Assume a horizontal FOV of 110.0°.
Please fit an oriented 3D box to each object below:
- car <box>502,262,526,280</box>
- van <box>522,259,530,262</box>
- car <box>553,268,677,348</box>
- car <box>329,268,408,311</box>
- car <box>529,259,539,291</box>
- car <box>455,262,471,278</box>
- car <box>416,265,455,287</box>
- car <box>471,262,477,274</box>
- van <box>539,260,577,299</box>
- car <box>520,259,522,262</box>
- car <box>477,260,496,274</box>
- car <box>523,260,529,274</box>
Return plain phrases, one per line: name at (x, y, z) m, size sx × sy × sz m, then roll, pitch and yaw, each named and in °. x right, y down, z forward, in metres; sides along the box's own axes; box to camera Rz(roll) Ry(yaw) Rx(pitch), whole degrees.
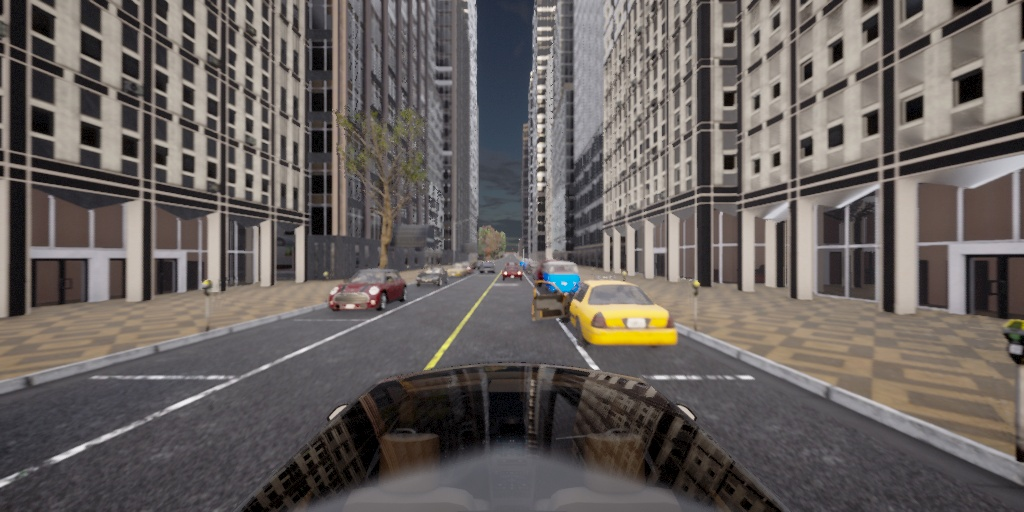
car at (0.054, 1.528, 33.295) m, size 1.895 × 1.301 × 4.718 m, roll 0°, pitch 0°, yaw 0°
van at (2.678, 1.368, 54.501) m, size 1.690 × 1.789 × 3.998 m, roll 0°, pitch 0°, yaw 0°
car at (2.348, 1.251, 9.338) m, size 1.801 × 1.575 × 5.366 m, roll 0°, pitch 0°, yaw 0°
car at (-5.693, 1.265, 14.611) m, size 1.967 × 1.591 × 4.097 m, roll 0°, pitch 0°, yaw 0°
car at (2.684, 1.203, 26.007) m, size 2.192 × 1.841 × 5.009 m, roll 0°, pitch 0°, yaw 0°
car at (-5.699, 1.473, 37.234) m, size 1.751 × 1.417 × 4.829 m, roll 0°, pitch 0°, yaw 0°
car at (-5.696, 1.438, 26.008) m, size 2.007 × 1.370 × 4.403 m, roll 0°, pitch 0°, yaw 0°
car at (-5.700, 1.415, 43.105) m, size 1.967 × 1.591 × 4.097 m, roll 0°, pitch 0°, yaw 0°
van at (2.685, 1.198, 20.308) m, size 1.690 × 1.789 × 3.998 m, roll 0°, pitch 0°, yaw 0°
car at (0.030, 1.478, 48.435) m, size 1.882 × 1.535 × 5.008 m, roll 0°, pitch 0°, yaw 1°
car at (-3.031, 1.532, 44.952) m, size 2.033 × 1.411 × 5.357 m, roll 0°, pitch 0°, yaw 0°
car at (2.680, 1.526, 43.105) m, size 2.007 × 1.370 × 4.403 m, roll 0°, pitch 0°, yaw 0°
